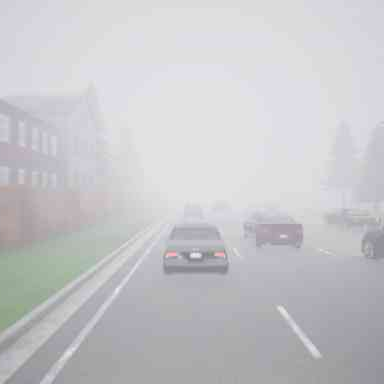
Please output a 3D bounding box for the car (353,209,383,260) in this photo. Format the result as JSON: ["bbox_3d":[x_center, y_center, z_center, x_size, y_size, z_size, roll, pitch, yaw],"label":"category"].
[{"bbox_3d":[7.092,1.431,10.002,2.097,1.767,4.553,0,-1,0],"label":"car"}]

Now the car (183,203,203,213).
[{"bbox_3d":[0.109,1.802,32.271,2.033,1.411,5.357,0,0,0],"label":"car"}]

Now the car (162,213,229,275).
[{"bbox_3d":[0.096,1.633,10.718,2.033,1.411,5.357,0,0,0],"label":"car"}]

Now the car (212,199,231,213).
[{"bbox_3d":[3.623,1.682,41.940,2.097,1.767,4.553,0,-1,0],"label":"car"}]

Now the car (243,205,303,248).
[{"bbox_3d":[3.601,1.601,15.517,1.882,1.535,5.008,0,0,0],"label":"car"}]

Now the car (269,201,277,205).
[{"bbox_3d":[10.651,1.927,46.140,1.994,1.385,4.181,0,0,1],"label":"car"}]

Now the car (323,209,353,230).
[{"bbox_3d":[10.607,1.779,22.487,1.895,1.301,4.718,0,0,0],"label":"car"}]

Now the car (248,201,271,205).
[{"bbox_3d":[7.113,1.896,37.490,1.895,1.301,4.718,0,0,0],"label":"car"}]
